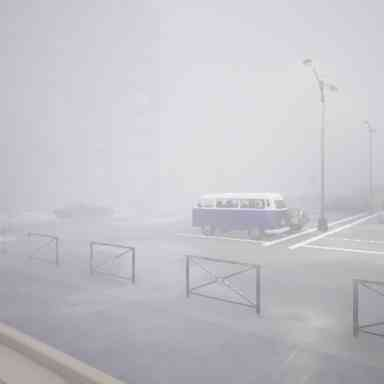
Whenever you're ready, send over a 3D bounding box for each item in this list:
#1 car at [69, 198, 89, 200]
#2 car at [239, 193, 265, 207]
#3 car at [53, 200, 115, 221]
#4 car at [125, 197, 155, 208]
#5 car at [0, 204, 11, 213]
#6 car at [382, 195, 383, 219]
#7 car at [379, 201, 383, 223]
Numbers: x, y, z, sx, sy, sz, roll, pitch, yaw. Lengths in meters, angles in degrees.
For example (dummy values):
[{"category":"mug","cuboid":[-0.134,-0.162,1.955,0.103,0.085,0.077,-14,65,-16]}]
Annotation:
[{"category":"car","cuboid":[-13.342,1.422,38.352,1.882,1.535,5.008,0,0,36]},{"category":"car","cuboid":[10.779,1.449,59.558,1.837,1.490,4.892,0,0,36]},{"category":"car","cuboid":[-8.505,1.545,26.757,1.895,1.301,4.718,0,0,36]},{"category":"car","cuboid":[-7.266,1.436,46.784,2.128,1.511,4.902,0,0,36]},{"category":"car","cuboid":[-19.401,1.492,29.937,2.033,1.411,5.357,0,0,36]},{"category":"car","cuboid":[17.273,1.153,25.464,4.605,1.855,1.932,0,0,36]},{"category":"car","cuboid":[14.023,1.395,20.929,3.806,1.475,1.970,0,0,36]}]
